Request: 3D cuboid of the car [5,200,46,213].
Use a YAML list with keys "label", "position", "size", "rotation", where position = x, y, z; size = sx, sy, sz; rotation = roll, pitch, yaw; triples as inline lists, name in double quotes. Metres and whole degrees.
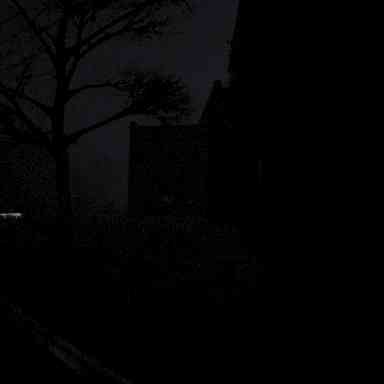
- label: "car"
  position: [-19.582, 1.686, 39.505]
  size: [2.033, 1.411, 5.357]
  rotation: [1, -1, 9]
